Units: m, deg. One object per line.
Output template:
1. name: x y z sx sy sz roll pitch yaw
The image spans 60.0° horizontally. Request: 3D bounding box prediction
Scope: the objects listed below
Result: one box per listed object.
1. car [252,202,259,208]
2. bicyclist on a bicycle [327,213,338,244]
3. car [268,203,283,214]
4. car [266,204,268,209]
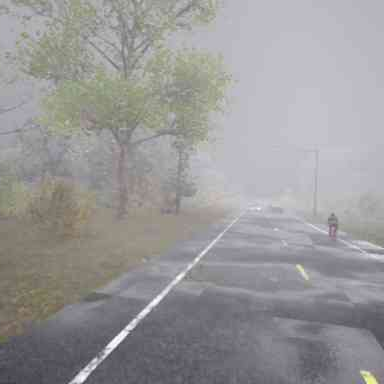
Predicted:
1. car: 15.896 3.179 83.288 1.895 1.301 4.718 3 -1 11
2. bicyclist on a bicycle: 7.845 2.012 18.525 0.582 1.620 1.656 3 -1 11
3. car: 14.072 2.745 55.070 1.812 1.442 4.674 3 -1 11
4. car: 17.217 3.055 71.760 1.812 1.442 4.674 3 -1 11
